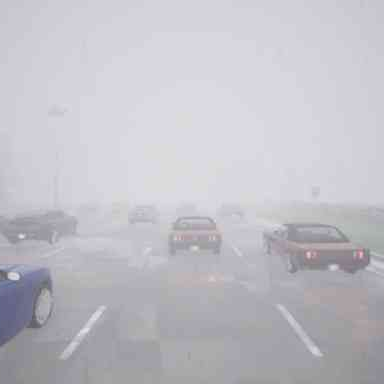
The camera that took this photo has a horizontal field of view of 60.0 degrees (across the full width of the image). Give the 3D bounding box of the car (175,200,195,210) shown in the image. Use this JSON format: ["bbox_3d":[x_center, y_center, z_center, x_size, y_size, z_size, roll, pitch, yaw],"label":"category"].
[{"bbox_3d":[-0.727,1.624,36.272,1.812,1.442,4.674,0,0,-7],"label":"car"}]

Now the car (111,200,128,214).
[{"bbox_3d":[-7.838,1.578,36.943,1.882,1.535,5.008,1,0,-8],"label":"car"}]

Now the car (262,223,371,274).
[{"bbox_3d":[3.601,1.630,10.675,1.895,1.301,4.718,0,0,0],"label":"car"}]

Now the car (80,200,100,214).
[{"bbox_3d":[-11.262,1.624,36.266,1.812,1.442,4.674,0,0,-8],"label":"car"}]

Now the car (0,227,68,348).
[{"bbox_3d":[-3.400,1.488,3.953,1.882,1.535,5.008,0,0,0],"label":"car"}]

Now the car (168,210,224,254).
[{"bbox_3d":[0.102,1.638,13.675,1.895,1.301,4.718,0,0,0],"label":"car"}]

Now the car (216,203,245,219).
[{"bbox_3d":[3.368,1.683,30.170,1.895,1.301,4.718,0,0,-3],"label":"car"}]

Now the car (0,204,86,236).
[{"bbox_3d":[-6.899,1.548,15.913,1.837,1.490,4.892,0,0,0],"label":"car"}]

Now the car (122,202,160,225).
[{"bbox_3d":[-3.434,1.614,24.430,2.033,1.411,5.357,0,0,-1],"label":"car"}]
